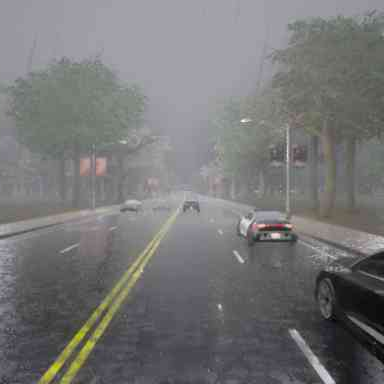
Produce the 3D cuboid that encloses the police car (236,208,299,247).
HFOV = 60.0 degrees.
[{"bbox_3d":[3.239,1.507,15.273,2.038,1.542,4.974,0,0,0],"label":"police car"}]

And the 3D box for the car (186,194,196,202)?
[{"bbox_3d":[-0.278,1.344,73.667,2.097,1.767,4.553,0,0,0],"label":"car"}]

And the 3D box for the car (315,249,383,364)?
[{"bbox_3d":[3.250,1.432,4.267,2.033,1.649,4.856,0,0,0],"label":"car"}]

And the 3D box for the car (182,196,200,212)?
[{"bbox_3d":[-0.088,1.507,39.485,1.837,1.490,4.892,0,-1,0],"label":"car"}]

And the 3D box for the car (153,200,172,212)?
[{"bbox_3d":[-3.325,1.572,38.087,1.994,1.385,4.181,0,0,0],"label":"car"}]

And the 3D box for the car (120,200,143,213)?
[{"bbox_3d":[-6.583,1.552,36.894,2.033,1.411,5.357,0,0,0],"label":"car"}]
